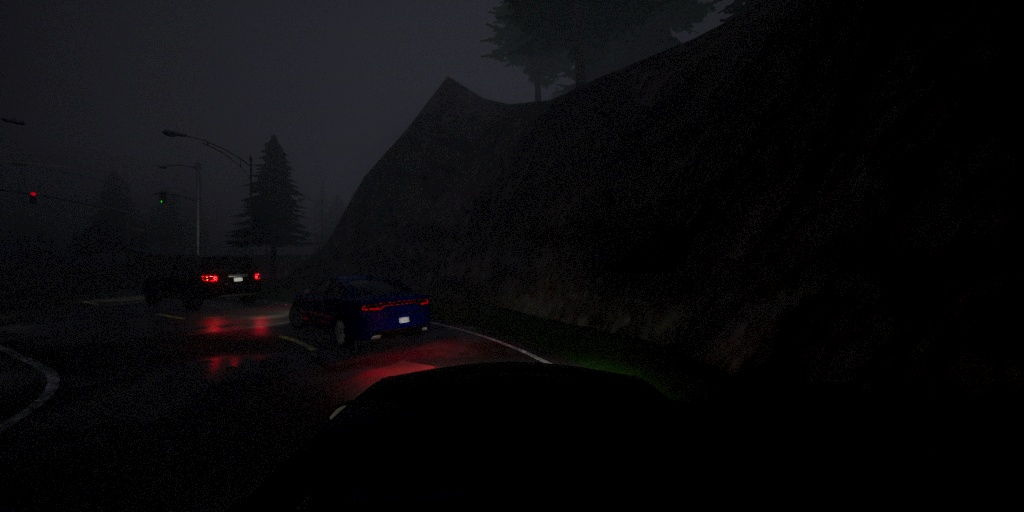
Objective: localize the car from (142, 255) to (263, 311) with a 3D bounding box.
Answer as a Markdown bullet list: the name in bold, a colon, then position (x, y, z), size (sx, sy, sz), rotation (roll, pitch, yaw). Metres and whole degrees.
- **car**: position (-12.648, 0.971, 14.647), size (5.566, 2.045, 2.150), rotation (0, 0, 27)

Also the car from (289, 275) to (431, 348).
- **car**: position (-4.129, 1.228, 9.418), size (5.008, 1.535, 1.882), rotation (0, 0, 43)
